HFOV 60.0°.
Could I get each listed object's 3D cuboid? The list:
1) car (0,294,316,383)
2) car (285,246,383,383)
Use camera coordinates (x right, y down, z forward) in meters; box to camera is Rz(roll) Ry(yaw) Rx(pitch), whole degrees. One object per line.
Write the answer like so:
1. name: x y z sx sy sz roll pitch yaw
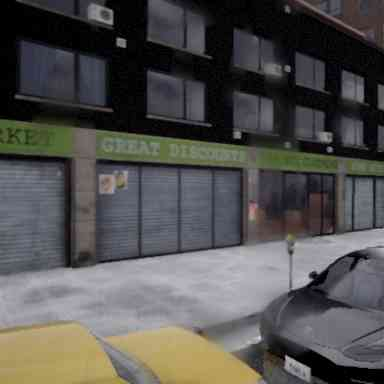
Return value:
1. car: -1.623 1.513 1.667 4.829 1.417 1.752 0 0 -35
2. car: 2.934 1.564 4.891 4.313 1.339 1.947 0 0 -35
